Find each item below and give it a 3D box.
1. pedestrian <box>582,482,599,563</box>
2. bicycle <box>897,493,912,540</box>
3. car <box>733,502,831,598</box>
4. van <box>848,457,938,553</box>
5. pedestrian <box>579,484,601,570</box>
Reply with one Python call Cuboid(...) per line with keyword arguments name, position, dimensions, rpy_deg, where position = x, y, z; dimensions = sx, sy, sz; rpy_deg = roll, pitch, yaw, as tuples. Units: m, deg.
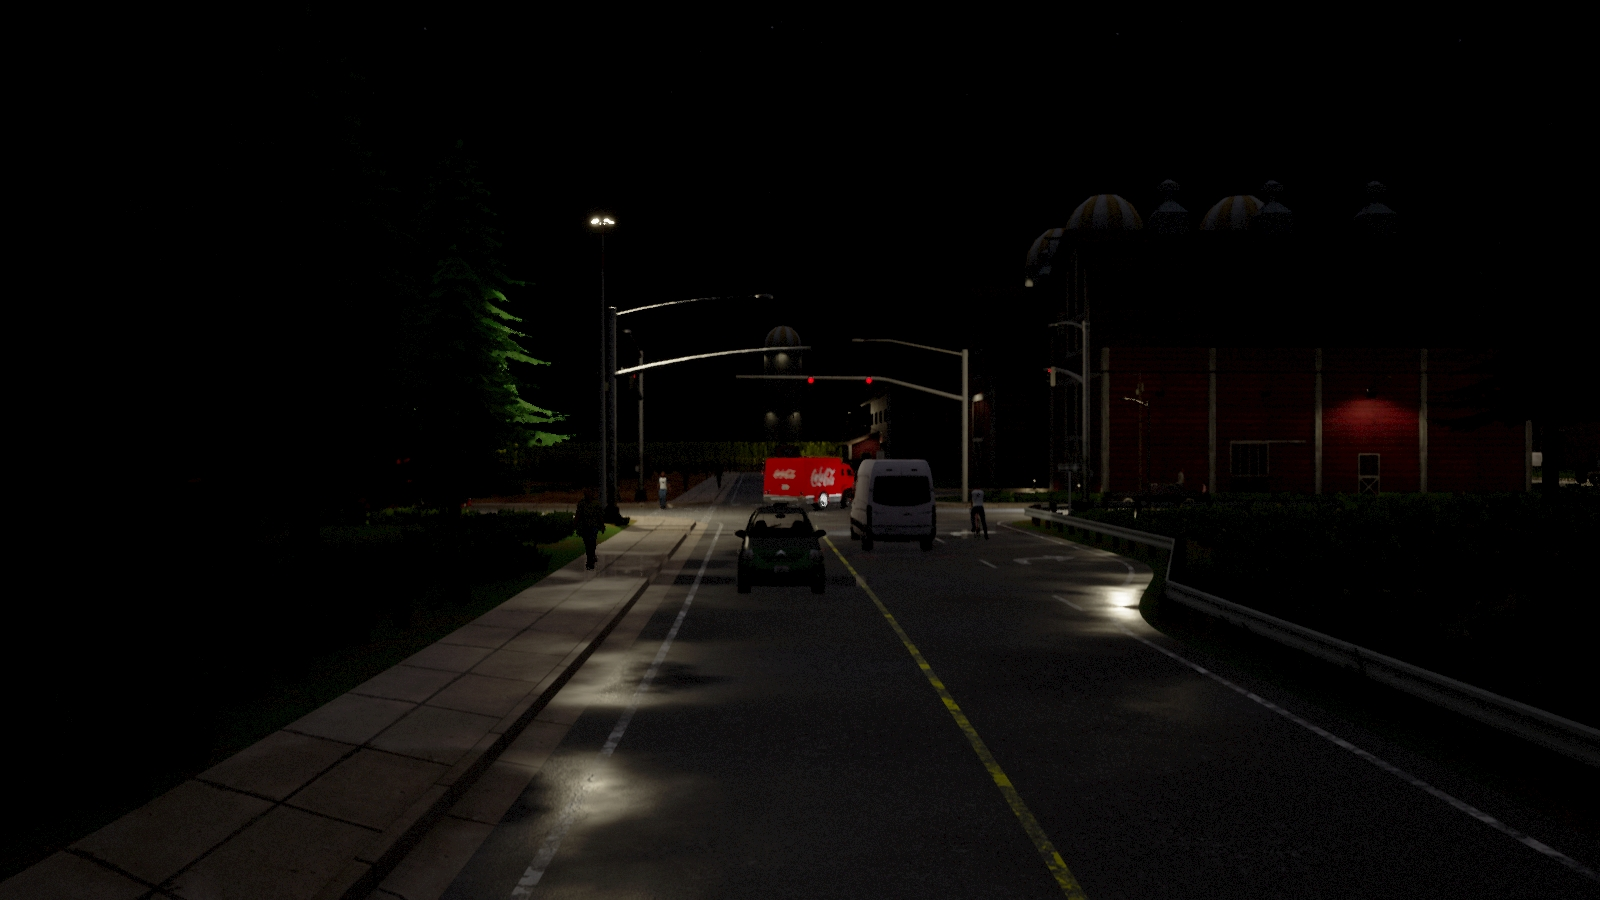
Cuboid(name="pedestrian", position=(-4.887, 1.681, 26.661), dimensions=(0.375, 1.860, 0.375), rpy_deg=(0, 0, -14))
Cuboid(name="bicycle", position=(3.290, 2.095, 36.037), dimensions=(0.373, 1.396, 1.643), rpy_deg=(0, 0, 3))
Cuboid(name="car", position=(-0.413, 1.983, 23.603), dimensions=(1.851, 1.617, 3.988), rpy_deg=(0, 0, -2))
Cuboid(name="van", position=(2.659, 1.522, 34.092), dimensions=(1.988, 2.561, 5.915), rpy_deg=(0, 0, -2))
Cuboid(name="pedestrian", position=(-4.587, 1.681, 24.998), dimensions=(0.375, 1.860, 0.375), rpy_deg=(0, 0, 6))
